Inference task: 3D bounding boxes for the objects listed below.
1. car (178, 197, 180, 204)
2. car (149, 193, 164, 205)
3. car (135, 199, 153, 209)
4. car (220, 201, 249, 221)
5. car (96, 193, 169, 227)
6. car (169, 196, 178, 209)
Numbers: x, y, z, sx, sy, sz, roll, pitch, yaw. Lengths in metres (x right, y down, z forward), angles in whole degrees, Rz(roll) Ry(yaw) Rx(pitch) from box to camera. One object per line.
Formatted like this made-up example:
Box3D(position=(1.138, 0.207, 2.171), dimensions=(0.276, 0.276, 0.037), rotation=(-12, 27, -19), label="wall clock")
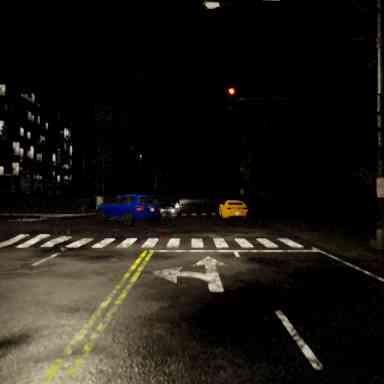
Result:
Box3D(position=(-3.312, 1.507, 64.151), dimensions=(2.128, 1.511, 4.902), rotation=(0, 0, 1), label="car")
Box3D(position=(-6.571, 1.234, 62.174), dimensions=(2.150, 2.045, 5.566), rotation=(0, 0, 0), label="car")
Box3D(position=(-6.608, 1.611, 46.206), dimensions=(1.895, 1.301, 4.718), rotation=(0, 0, 0), label="car")
Box3D(position=(3.357, 1.439, 27.050), dimensions=(1.882, 1.535, 5.008), rotation=(1, -1, 0), label="car")
Box3D(position=(-4.489, 1.244, 23.187), dimensions=(5.566, 2.045, 2.150), rotation=(-1, -3, 44), label="car")
Box3D(position=(-3.356, 1.489, 46.669), dimensions=(1.882, 1.535, 5.008), rotation=(0, 0, 0), label="car")
